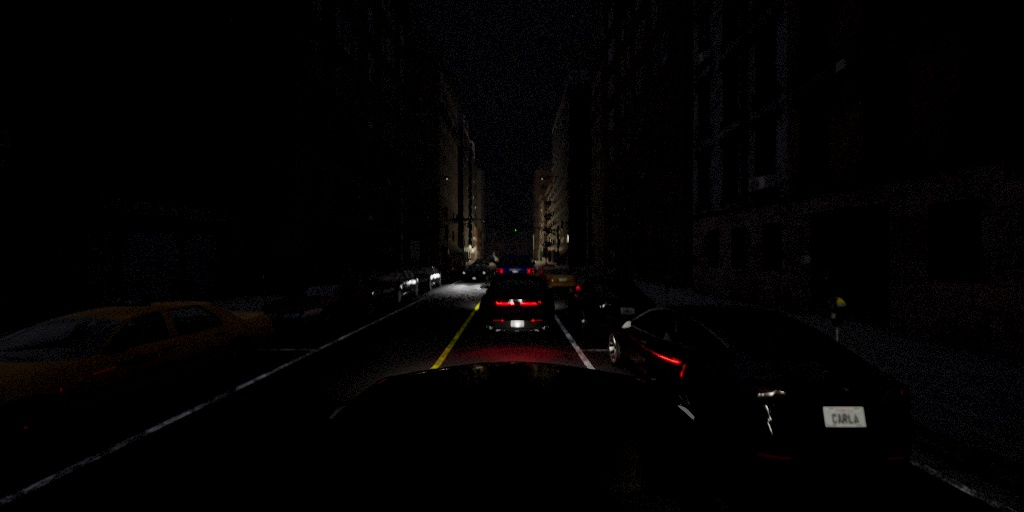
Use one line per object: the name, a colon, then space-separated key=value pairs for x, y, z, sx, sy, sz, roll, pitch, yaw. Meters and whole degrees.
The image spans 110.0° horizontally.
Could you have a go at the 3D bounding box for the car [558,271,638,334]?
car: x=2.668 y=1.295 z=10.341 sx=1.948 sy=1.339 sz=4.313 roll=0 pitch=0 yaw=0

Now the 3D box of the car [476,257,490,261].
car: x=-5.175 y=1.137 z=58.494 sx=2.007 sy=1.370 sz=4.403 roll=0 pitch=0 yaw=0

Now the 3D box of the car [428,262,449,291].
car: x=-5.316 y=1.249 z=21.206 sx=2.007 sy=1.370 sz=4.403 roll=0 pitch=0 yaw=0

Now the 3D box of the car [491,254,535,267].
car: x=0.172 y=0.920 z=20.734 sx=2.150 sy=2.045 sz=5.566 roll=0 pitch=0 yaw=0

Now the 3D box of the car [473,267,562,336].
car: x=0.129 y=1.234 z=10.290 sx=1.837 sy=1.490 sz=4.892 roll=0 pitch=0 yaw=0

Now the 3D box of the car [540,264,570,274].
car: x=2.710 y=1.224 z=21.337 sx=1.751 sy=1.417 sz=4.829 roll=0 pitch=0 yaw=0

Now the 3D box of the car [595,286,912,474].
car: x=2.648 y=1.308 z=4.928 sx=1.948 sy=1.339 sz=4.313 roll=0 pitch=0 yaw=0

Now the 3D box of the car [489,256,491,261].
car: x=-5.155 y=1.114 z=63.949 sx=1.888 sy=1.381 sz=4.507 roll=0 pitch=0 yaw=0

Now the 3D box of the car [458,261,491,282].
car: x=-2.694 y=1.279 z=27.897 sx=1.895 sy=1.301 sz=4.718 roll=0 pitch=0 yaw=1

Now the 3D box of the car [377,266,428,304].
car: x=-5.336 y=1.265 z=15.793 sx=2.007 sy=1.370 sz=4.403 roll=0 pitch=0 yaw=0

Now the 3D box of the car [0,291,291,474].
car: x=-5.378 y=1.268 z=4.797 sx=1.751 sy=1.417 sz=4.829 roll=0 pitch=0 yaw=0

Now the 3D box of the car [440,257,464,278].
car: x=-5.275 y=0.981 z=32.031 sx=2.192 sy=1.841 sz=5.009 roll=0 pitch=0 yaw=0

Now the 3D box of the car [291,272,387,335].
car: x=-5.357 y=1.311 z=10.380 sx=1.802 sy=1.307 sz=4.207 roll=0 pitch=0 yaw=0
